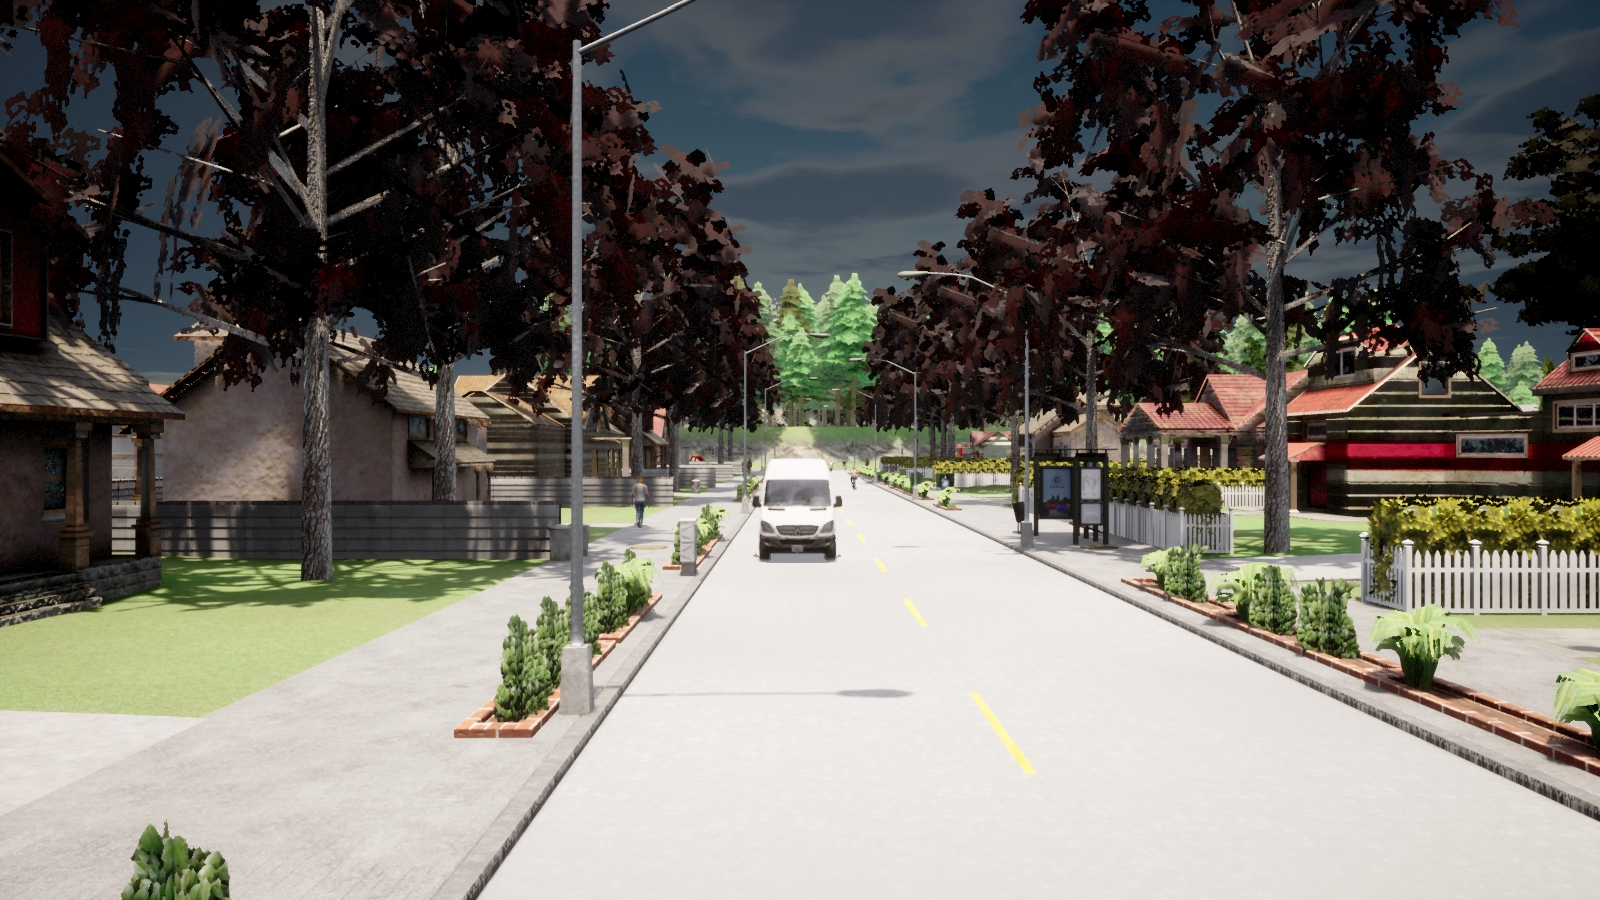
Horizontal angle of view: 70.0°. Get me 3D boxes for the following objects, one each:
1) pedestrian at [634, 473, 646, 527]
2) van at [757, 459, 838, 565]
[{"bbox_3d":[-5.561,1.743,39.752,0.375,1.860,0.375,0,0,-4],"label":"pedestrian"},{"bbox_3d":[-0.064,1.534,30.807,1.988,2.561,5.915,0,0,0],"label":"van"}]
